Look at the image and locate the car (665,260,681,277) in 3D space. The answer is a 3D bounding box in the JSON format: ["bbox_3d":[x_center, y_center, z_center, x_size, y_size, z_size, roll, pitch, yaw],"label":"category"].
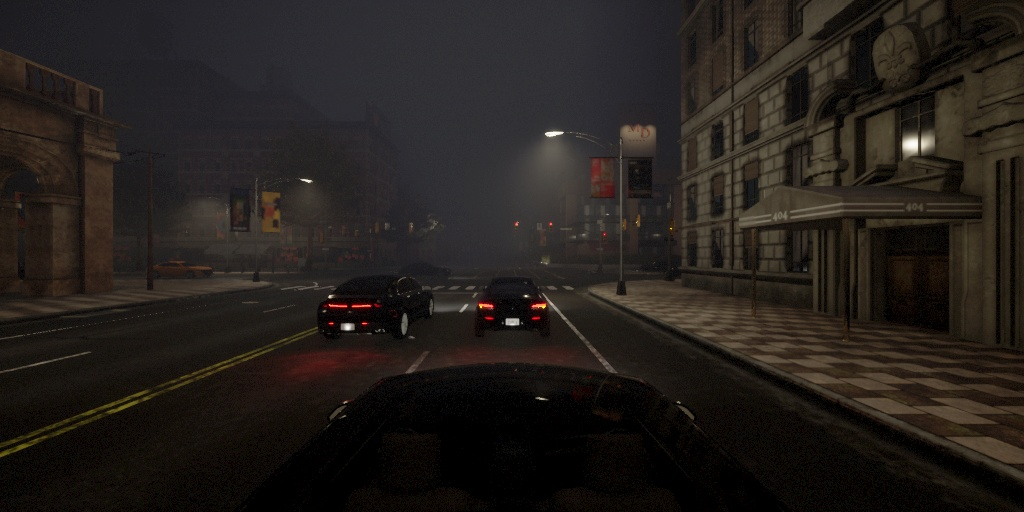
[{"bbox_3d":[16.644,1.314,32.641,4.181,1.385,1.994,0,0,0],"label":"car"}]

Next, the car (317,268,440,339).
[{"bbox_3d":[-3.494,1.255,10.036,1.837,1.490,4.892,0,0,0],"label":"car"}]

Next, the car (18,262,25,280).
[{"bbox_3d":[-43.084,1.227,32.412,5.008,1.535,1.882,0,0,0],"label":"car"}]

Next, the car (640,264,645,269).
[{"bbox_3d":[19.999,1.297,47.848,5.357,1.411,2.033,0,0,0],"label":"car"}]

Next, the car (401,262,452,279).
[{"bbox_3d":[-7.822,1.276,32.546,4.674,1.442,1.812,0,0,0],"label":"car"}]

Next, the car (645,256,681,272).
[{"bbox_3d":[19.991,0.971,44.331,5.566,2.045,2.150,0,0,1],"label":"car"}]

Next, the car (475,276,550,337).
[{"bbox_3d":[0.007,1.276,10.156,1.812,1.442,4.674,0,0,0],"label":"car"}]

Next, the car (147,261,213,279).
[{"bbox_3d":[-29.974,1.228,32.459,5.008,1.535,1.882,0,0,0],"label":"car"}]
